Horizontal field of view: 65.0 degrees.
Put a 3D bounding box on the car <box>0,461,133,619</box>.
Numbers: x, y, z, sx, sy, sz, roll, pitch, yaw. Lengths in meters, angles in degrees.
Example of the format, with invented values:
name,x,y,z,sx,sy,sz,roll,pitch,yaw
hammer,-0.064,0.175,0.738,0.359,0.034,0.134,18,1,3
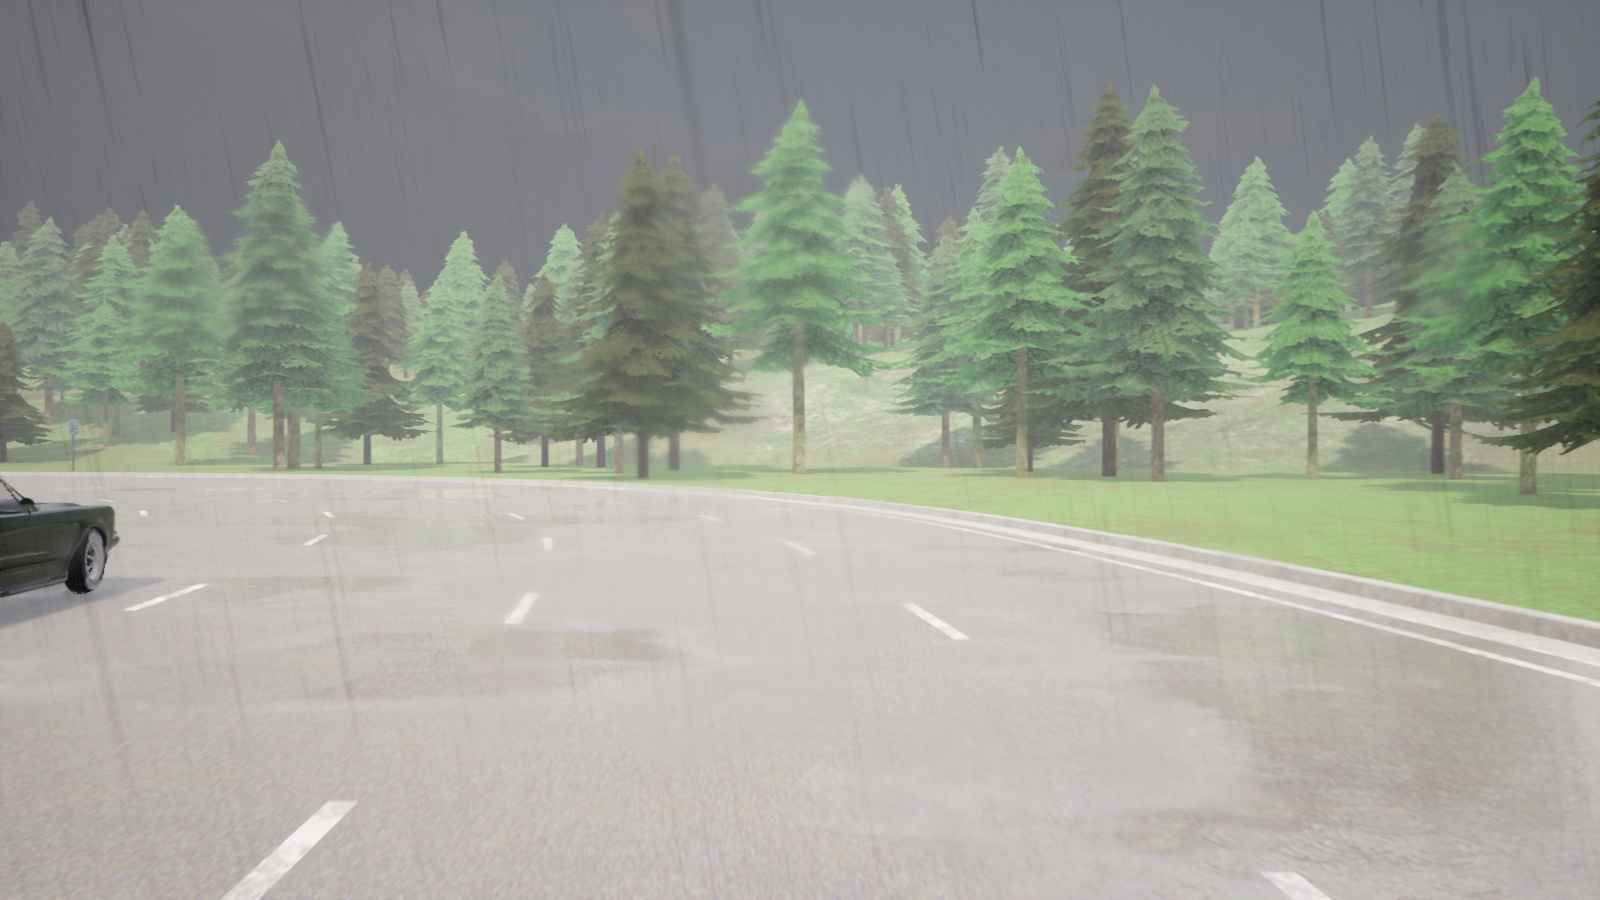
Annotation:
name,x,y,z,sx,sy,sz,roll,pitch,yaw
car,-7.773,0.784,10.943,1.895,1.301,4.718,0,0,-7
